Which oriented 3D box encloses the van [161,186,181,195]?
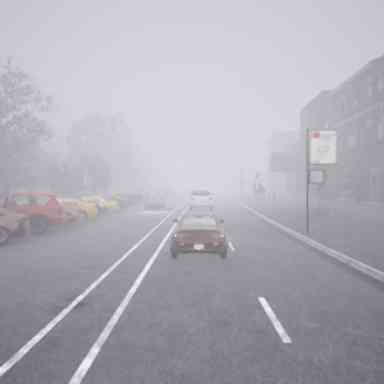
[{"bbox_3d":[-4.900,-0.325,78.969,4.442,1.987,1.878,-1,1,-14],"label":"van"}]

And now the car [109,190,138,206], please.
[{"bbox_3d":[-8.570,0.931,34.542,5.008,1.535,2.097,-1,1,-17],"label":"car"}]

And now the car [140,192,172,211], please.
[{"bbox_3d":[-3.406,1.056,32.461,1.994,1.385,4.181,0,1,3],"label":"car"}]

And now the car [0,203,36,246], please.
[{"bbox_3d":[-9.339,1.431,13.736,4.792,1.488,2.163,-1,1,-19],"label":"car"}]

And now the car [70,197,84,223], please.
[{"bbox_3d":[-9.165,1.297,19.699,4.892,1.521,2.231,-1,1,-18],"label":"car"}]

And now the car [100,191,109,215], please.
[{"bbox_3d":[-8.984,1.030,25.628,4.553,1.767,2.185,-1,1,-18],"label":"car"}]

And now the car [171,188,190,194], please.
[{"bbox_3d":[-3.234,-0.408,93.644,5.008,1.535,2.097,-1,1,-13],"label":"car"}]

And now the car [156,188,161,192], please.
[{"bbox_3d":[-7.668,0.566,49.359,5.008,1.535,2.097,-1,2,-16],"label":"car"}]

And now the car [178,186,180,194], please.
[{"bbox_3d":[-5.639,0.069,73.037,4.674,1.452,2.002,-1,1,-14],"label":"car"}]

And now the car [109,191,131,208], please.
[{"bbox_3d":[-8.697,1.005,31.568,5.008,1.535,2.097,-1,2,-17],"label":"car"}]

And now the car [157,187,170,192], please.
[{"bbox_3d":[-7.009,0.359,58.251,4.892,1.521,2.231,-1,1,-16],"label":"car"}]

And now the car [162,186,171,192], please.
[{"bbox_3d":[-6.721,0.164,61.208,4.553,1.767,2.185,-1,2,-15],"label":"car"}]

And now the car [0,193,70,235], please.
[{"bbox_3d":[-9.270,1.103,16.705,5.566,2.045,2.435,-1,1,-19],"label":"car"}]

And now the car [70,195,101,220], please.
[{"bbox_3d":[-9.056,1.228,22.665,5.008,1.535,2.097,-1,2,-18],"label":"car"}]

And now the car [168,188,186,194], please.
[{"bbox_3d":[-3.977,-0.239,87.753,4.674,1.452,2.002,-1,1,-13],"label":"car"}]

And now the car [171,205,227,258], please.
[{"bbox_3d":[0.250,1.457,12.354,1.812,1.442,4.674,0,1,1],"label":"car"}]

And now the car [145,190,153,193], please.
[{"bbox_3d":[-8.073,0.709,43.438,5.008,1.535,2.097,-1,1,-17],"label":"car"}]

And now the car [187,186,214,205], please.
[{"bbox_3d":[0.941,0.709,32.580,2.150,2.045,5.566,0,1,3],"label":"car"}]

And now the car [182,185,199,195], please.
[{"bbox_3d":[-0.199,-0.317,73.929,2.150,2.045,5.566,0,1,6],"label":"car"}]

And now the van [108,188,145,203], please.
[{"bbox_3d":[-8.357,0.559,40.424,4.442,1.987,1.878,-1,2,-17],"label":"van"}]

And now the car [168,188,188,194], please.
[{"bbox_3d":[-3.801,-0.342,90.659,5.366,1.575,1.946,-1,1,-13],"label":"car"}]

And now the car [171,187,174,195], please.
[{"bbox_3d":[-6.494,0.263,64.170,4.674,1.452,2.002,-1,1,-15],"label":"car"}]

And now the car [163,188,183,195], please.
[{"bbox_3d":[-4.676,-0.118,81.893,4.674,1.452,2.002,-1,1,-14],"label":"car"}]

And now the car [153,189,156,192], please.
[{"bbox_3d":[-7.844,0.511,46.398,4.553,1.767,2.185,-1,2,-16],"label":"car"}]

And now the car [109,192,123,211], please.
[{"bbox_3d":[-9.011,1.081,28.544,5.366,1.575,1.946,-1,2,-18],"label":"car"}]

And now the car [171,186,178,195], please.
[{"bbox_3d":[-6.249,-0.093,67.107,5.566,2.045,2.435,-1,2,-15],"label":"car"}]

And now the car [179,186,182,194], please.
[{"bbox_3d":[-5.149,-0.041,76.036,5.366,1.575,1.946,-1,1,-14],"label":"car"}]

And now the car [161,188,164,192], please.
[{"bbox_3d":[-7.431,0.525,52.333,4.792,1.488,2.163,-1,1,-16],"label":"car"}]
